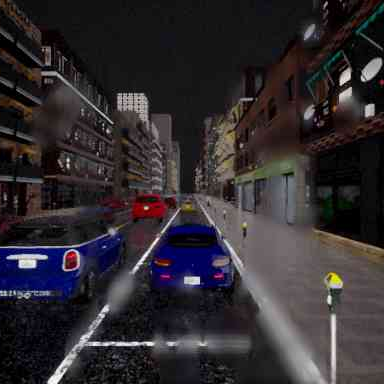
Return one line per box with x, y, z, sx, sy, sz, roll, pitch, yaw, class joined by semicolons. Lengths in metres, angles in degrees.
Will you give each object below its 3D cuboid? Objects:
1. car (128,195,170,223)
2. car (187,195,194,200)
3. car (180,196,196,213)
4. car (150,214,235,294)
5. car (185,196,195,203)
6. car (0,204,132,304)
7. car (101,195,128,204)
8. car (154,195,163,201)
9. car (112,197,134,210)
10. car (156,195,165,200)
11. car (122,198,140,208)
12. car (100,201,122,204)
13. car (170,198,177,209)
-3.147;1.222;25.569;2.150;2.045;5.566;0;0;0;car
-0.452;1.513;93.685;1.752;1.417;4.829;0;0;0;car
-0.454;1.525;37.323;1.752;1.417;4.829;0;0;0;car
0.004;1.526;8.649;1.812;1.442;4.674;0;0;0;car
-0.453;1.545;70.970;2.008;1.369;4.403;0;0;0;car
-3.047;1.352;8.291;2.097;1.767;4.553;0;0;0;car
-8.833;1.314;37.157;2.192;1.841;5.009;0;0;0;car
-8.834;1.541;87.882;2.008;1.369;4.403;0;0;0;car
-8.834;1.439;42.793;1.967;1.590;4.097;0;0;0;car
-8.834;1.539;93.519;2.008;1.369;4.403;0;0;0;car
-8.834;1.543;48.430;1.887;1.381;4.507;0;0;0;car
-6.246;1.548;21.464;2.033;1.411;5.357;0;0;0;car
-3.044;1.476;44.845;1.882;1.535;5.008;0;0;0;car
